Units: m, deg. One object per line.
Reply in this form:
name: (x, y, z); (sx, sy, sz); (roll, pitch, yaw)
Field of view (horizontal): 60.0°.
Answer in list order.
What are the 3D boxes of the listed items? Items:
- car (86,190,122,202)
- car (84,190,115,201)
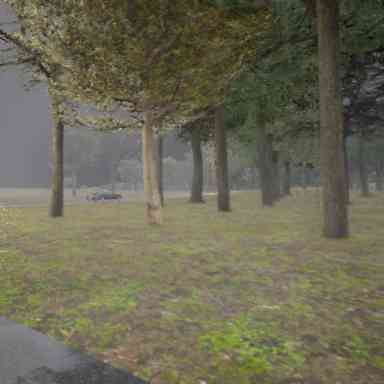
car: (-12.204, 0.583, 47.653); (2.128, 1.511, 4.902); (-3, 0, 34)
car: (-15.360, 0.550, 55.431); (2.097, 1.767, 4.553); (-3, 0, 34)
